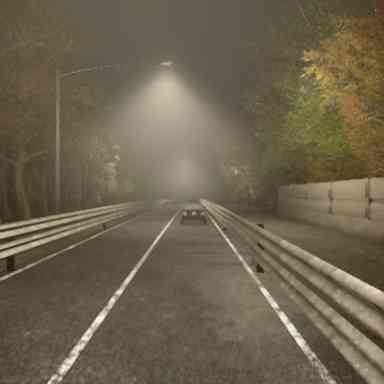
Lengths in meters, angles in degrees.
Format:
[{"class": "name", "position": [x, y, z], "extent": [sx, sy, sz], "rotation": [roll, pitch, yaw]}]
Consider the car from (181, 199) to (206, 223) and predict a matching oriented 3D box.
[{"class": "car", "position": [0.113, 1.530, 25.351], "extent": [2.033, 1.411, 5.357], "rotation": [0, 0, 0]}]
